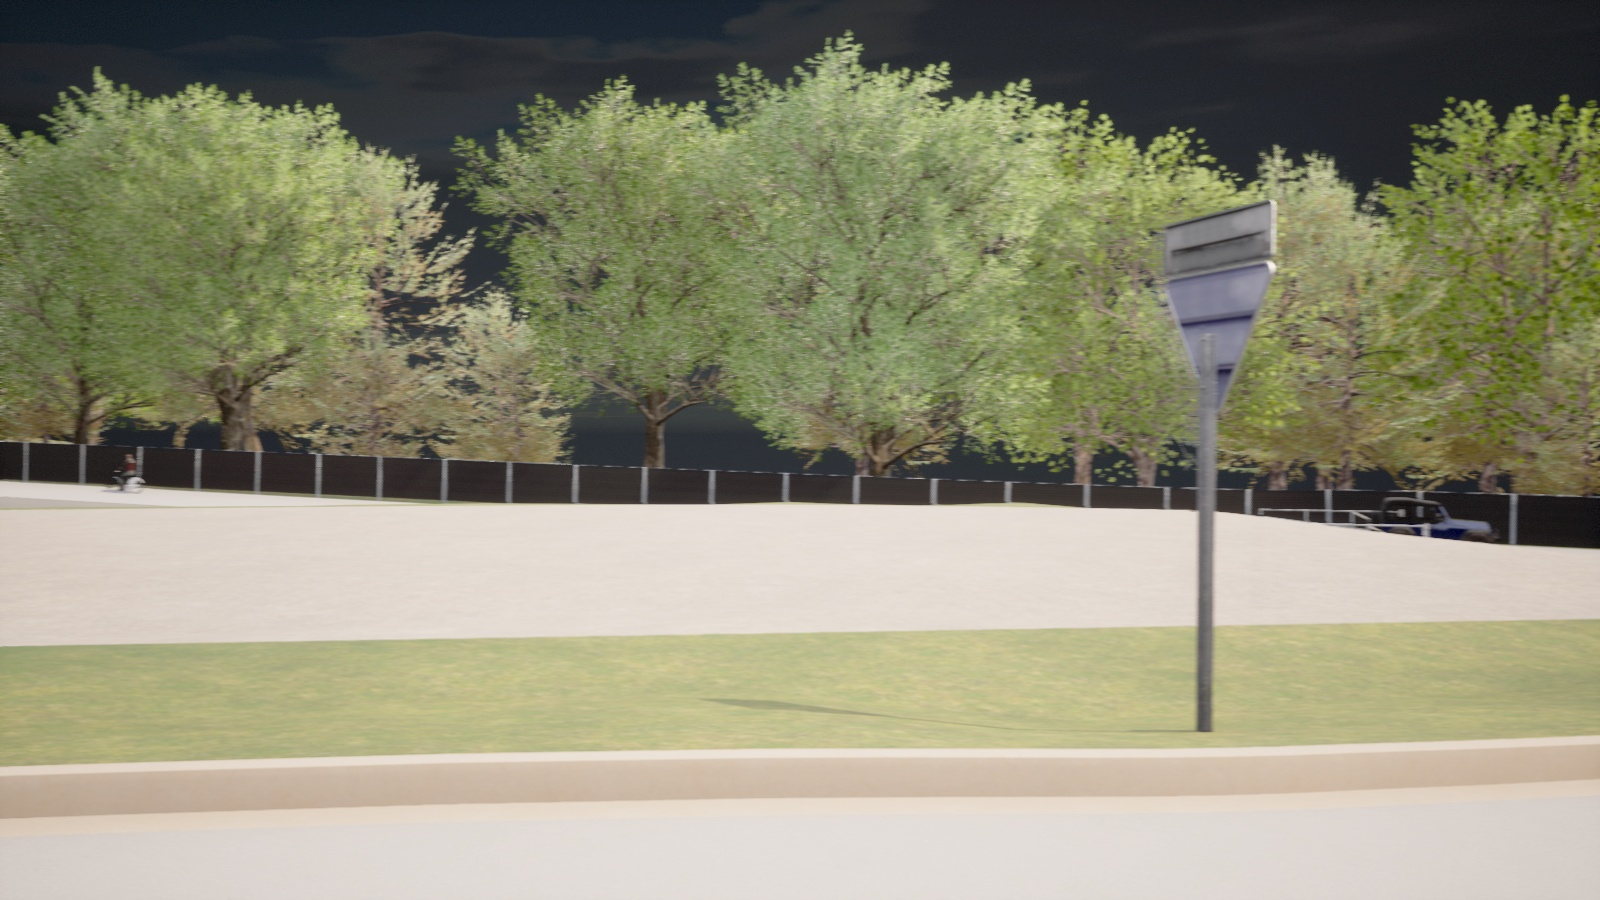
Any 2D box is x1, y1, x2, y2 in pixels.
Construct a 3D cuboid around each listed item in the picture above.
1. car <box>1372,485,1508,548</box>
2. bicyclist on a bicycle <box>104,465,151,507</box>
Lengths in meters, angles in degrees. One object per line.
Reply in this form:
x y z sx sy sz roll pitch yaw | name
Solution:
21.314 2.191 42.013 3.866 1.878 1.905 0 1 21 | car
-30.013 1.600 56.038 1.843 1.776 0.659 2 1 12 | bicyclist on a bicycle
